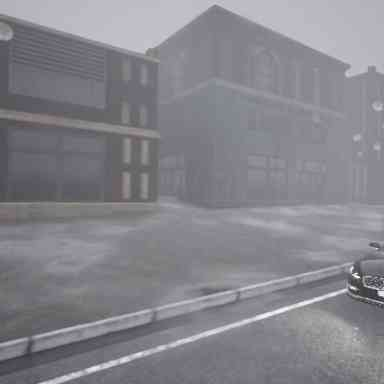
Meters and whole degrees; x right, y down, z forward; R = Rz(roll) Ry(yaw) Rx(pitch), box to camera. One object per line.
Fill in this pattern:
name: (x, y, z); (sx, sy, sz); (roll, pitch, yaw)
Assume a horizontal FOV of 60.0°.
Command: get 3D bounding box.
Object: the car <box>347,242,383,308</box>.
car: (5.270, 1.505, 7.137); (4.892, 1.490, 1.837); (0, 0, -35)
